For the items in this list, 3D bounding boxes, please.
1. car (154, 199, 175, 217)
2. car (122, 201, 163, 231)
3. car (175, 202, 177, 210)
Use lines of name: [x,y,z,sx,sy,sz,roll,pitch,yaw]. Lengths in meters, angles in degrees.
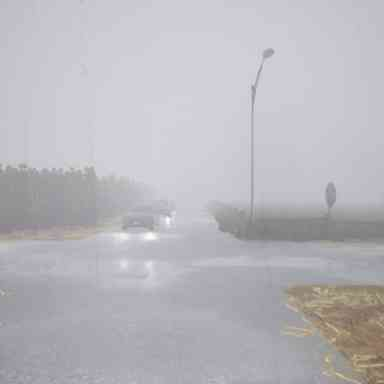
car: [-3.149,1.518,33.572,2.097,1.767,4.553,0,0,0]
car: [-3.169,1.555,21.178,1.837,1.490,4.892,0,0,0]
car: [-3.113,1.759,45.913,1.837,1.490,4.892,0,-1,1]
